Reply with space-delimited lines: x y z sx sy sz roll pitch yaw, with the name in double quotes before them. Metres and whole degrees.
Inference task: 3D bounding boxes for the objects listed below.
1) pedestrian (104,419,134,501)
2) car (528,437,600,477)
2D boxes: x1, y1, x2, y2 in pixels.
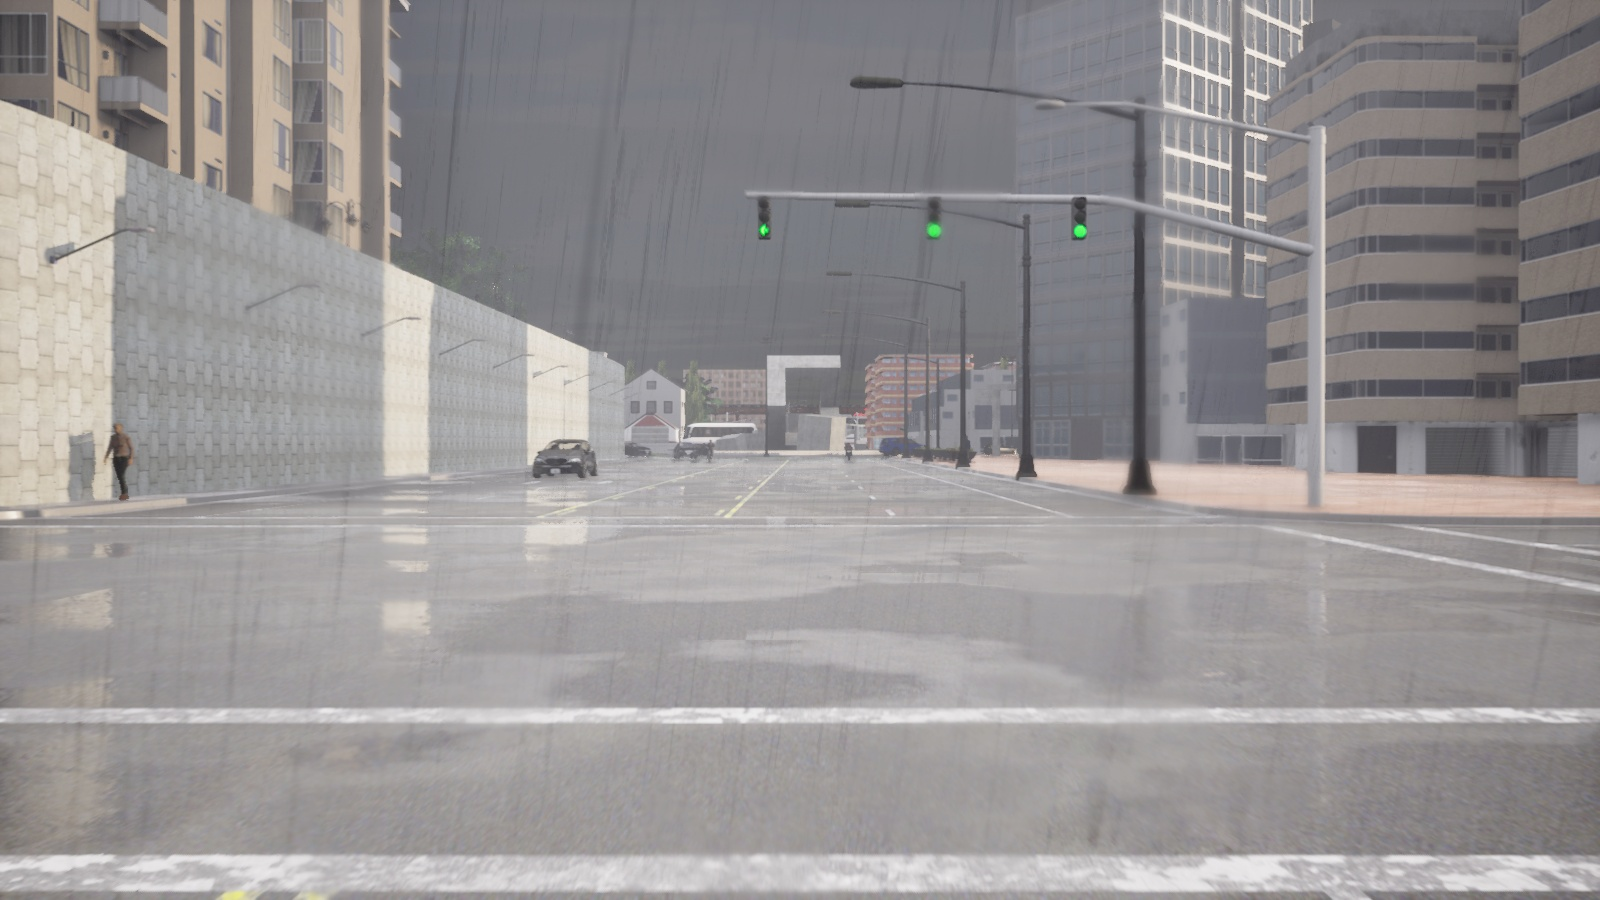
"pedestrian" -15.636 0.226 28.827 0.331 1.846 0.634 0 0 1
"car" -10.175 0.276 54.429 2.242 1.667 4.611 0 0 0
